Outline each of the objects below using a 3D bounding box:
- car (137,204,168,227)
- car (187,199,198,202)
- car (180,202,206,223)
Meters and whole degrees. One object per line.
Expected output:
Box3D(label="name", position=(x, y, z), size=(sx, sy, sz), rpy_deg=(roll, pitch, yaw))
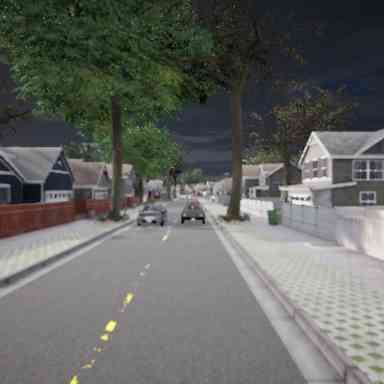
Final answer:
Box3D(label="car", position=(-2.764, 1.618, 24.064), size=(2.128, 1.511, 4.902), rpy_deg=(0, 0, 0))
Box3D(label="car", position=(0.100, 1.729, 44.440), size=(1.837, 1.490, 4.892), rpy_deg=(0, 0, 0))
Box3D(label="car", position=(0.084, 1.740, 26.713), size=(1.895, 1.301, 4.718), rpy_deg=(0, 0, 0))
